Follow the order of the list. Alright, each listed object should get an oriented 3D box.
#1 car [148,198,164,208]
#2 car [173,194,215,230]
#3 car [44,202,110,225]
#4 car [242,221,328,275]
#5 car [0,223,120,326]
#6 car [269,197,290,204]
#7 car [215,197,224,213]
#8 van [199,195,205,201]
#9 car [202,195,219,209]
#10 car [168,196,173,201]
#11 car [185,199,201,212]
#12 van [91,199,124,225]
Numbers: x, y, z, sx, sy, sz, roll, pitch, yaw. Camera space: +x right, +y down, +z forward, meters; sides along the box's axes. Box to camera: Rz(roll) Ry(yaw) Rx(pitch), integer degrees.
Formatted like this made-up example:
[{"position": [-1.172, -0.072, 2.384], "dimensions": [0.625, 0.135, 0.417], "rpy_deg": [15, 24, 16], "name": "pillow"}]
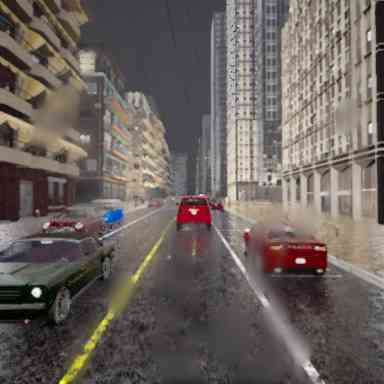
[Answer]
[{"position": [-5.638, 1.719, 50.439], "dimensions": [1.802, 1.307, 4.206], "rpy_deg": [1, 0, 0], "name": "car"}, {"position": [0.117, 1.274, 21.826], "dimensions": [2.150, 2.045, 5.566], "rpy_deg": [0, 0, 0], "name": "car"}, {"position": [-5.661, 1.479, 16.255], "dimensions": [1.967, 1.590, 4.097], "rpy_deg": [1, 0, 0], "name": "car"}, {"position": [2.680, 1.569, 10.431], "dimensions": [1.887, 1.381, 4.507], "rpy_deg": [1, 0, 0], "name": "car"}, {"position": [-3.093, 1.617, 7.212], "dimensions": [1.895, 1.301, 4.718], "rpy_deg": [0, 0, 0], "name": "car"}, {"position": [17.975, 1.791, 67.672], "dimensions": [4.403, 1.369, 2.008], "rpy_deg": [0, -2, 0], "name": "car"}, {"position": [2.703, 1.539, 38.922], "dimensions": [1.967, 1.590, 4.097], "rpy_deg": [1, 0, 0], "name": "car"}, {"position": [2.779, 1.659, 94.044], "dimensions": [1.690, 1.788, 3.998], "rpy_deg": [1, 0, 0], "name": "van"}, {"position": [2.714, 1.451, 50.321], "dimensions": [2.192, 1.841, 5.009], "rpy_deg": [1, 0, 0], "name": "car"}, {"position": [-5.607, 1.732, 88.528], "dimensions": [1.967, 1.590, 4.097], "rpy_deg": [1, 0, 0], "name": "car"}, {"position": [0.133, 1.610, 41.163], "dimensions": [1.837, 1.490, 4.892], "rpy_deg": [0, 0, 0], "name": "car"}, {"position": [-5.655, 1.394, 21.954], "dimensions": [1.690, 1.788, 3.998], "rpy_deg": [1, 0, 0], "name": "van"}]
